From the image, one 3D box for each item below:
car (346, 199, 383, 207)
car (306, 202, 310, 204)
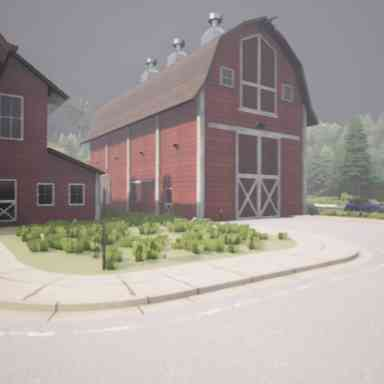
[{"bbox_3d":[18.555,1.520,35.001,2.097,1.767,4.553,0,0,-34],"label":"car"},{"bbox_3d":[13.446,1.677,42.438,1.837,1.490,4.892,0,0,-34],"label":"car"}]
